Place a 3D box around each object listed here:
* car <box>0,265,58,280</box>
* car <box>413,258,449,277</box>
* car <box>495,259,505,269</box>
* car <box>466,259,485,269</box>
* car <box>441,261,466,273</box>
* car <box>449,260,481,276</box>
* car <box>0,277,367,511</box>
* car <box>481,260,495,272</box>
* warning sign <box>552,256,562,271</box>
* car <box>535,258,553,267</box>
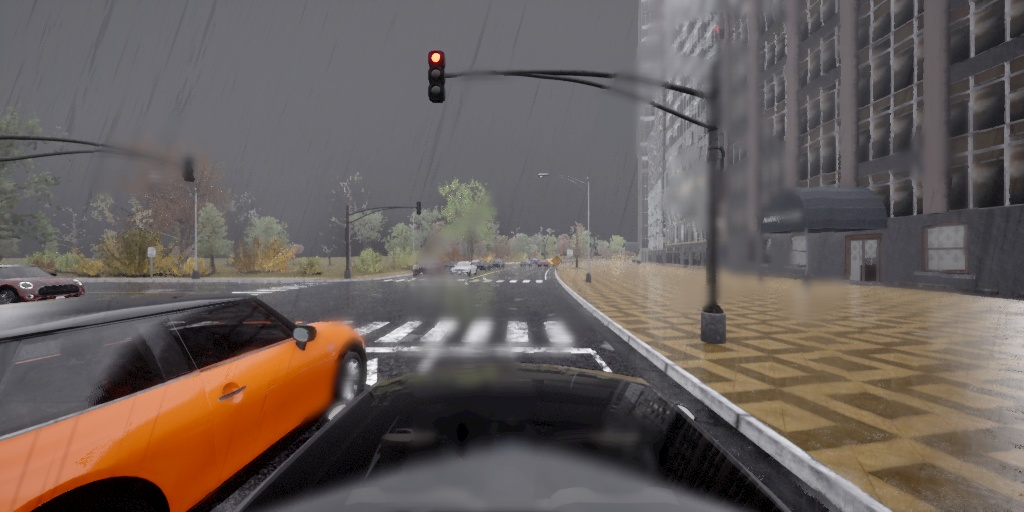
[{"bbox_3d":[-20.986,1.160,15.054,4.553,1.767,2.097,0,0,3],"label":"car"},{"bbox_3d":[-8.140,1.098,35.592,2.097,1.767,4.553,0,0,6],"label":"car"},{"bbox_3d":[-2.329,1.352,56.229,1.895,1.301,4.718,0,0,9],"label":"car"},{"bbox_3d":[-5.645,1.275,55.977,1.812,1.442,4.674,0,0,8],"label":"car"},{"bbox_3d":[-7.192,1.348,44.528,1.895,1.301,4.718,0,0,7],"label":"car"},{"bbox_3d":[-4.788,1.273,36.539,1.812,1.442,4.674,0,0,6],"label":"car"},{"bbox_3d":[-3.101,1.102,3.255,2.097,1.767,4.553,0,0,0],"label":"car"},{"bbox_3d":[-3.798,1.349,45.590,1.895,1.301,4.718,0,0,7],"label":"car"},{"bbox_3d":[5.507,0.868,44.175,1.300,1.860,1.060,0,0,7],"label":"warning sign"},{"bbox_3d":[5.705,1.359,63.848,1.895,1.301,4.718,0,0,10],"label":"car"}]
